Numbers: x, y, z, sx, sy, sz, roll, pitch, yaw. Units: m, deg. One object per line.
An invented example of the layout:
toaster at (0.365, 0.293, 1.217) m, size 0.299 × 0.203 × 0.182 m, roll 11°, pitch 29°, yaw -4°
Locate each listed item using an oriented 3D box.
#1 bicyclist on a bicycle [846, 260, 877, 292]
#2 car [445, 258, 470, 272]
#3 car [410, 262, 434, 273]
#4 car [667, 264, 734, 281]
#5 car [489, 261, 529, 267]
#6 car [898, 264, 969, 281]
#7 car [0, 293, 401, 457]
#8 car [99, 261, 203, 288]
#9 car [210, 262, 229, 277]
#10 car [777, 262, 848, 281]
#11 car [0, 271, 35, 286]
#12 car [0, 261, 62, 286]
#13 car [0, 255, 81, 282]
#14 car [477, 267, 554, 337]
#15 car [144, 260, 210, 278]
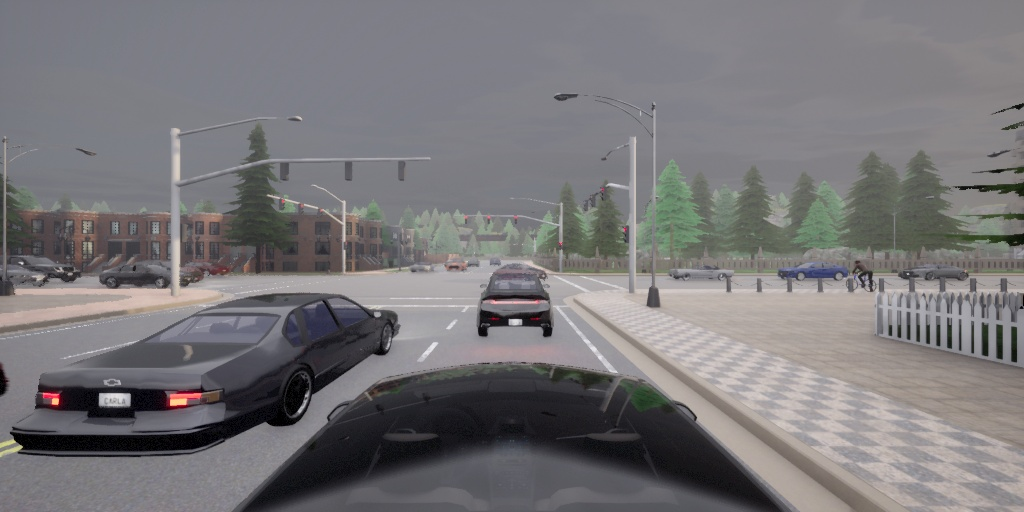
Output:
bicyclist on a bicycle at (18.255, 1.052, 18.777) m, size 0.582 × 1.620 × 1.656 m, roll 0°, pitch 0°, yaw 0°
car at (-7.080, 1.102, 45.878) m, size 2.097 × 1.767 × 4.553 m, roll 0°, pitch 0°, yaw 0°
car at (-10.585, 1.351, 42.427) m, size 1.895 × 1.301 × 4.718 m, roll 0°, pitch 0°, yaw 0°
car at (15.572, 1.351, 29.764) m, size 4.718 × 1.301 × 1.895 m, roll 0°, pitch 0°, yaw 0°
car at (0.608, 1.314, 27.687) m, size 4.181 × 1.385 × 1.994 m, roll 0°, pitch 0°, yaw 30°
car at (34.838, 1.314, 29.724) m, size 4.181 × 1.385 × 1.994 m, roll 0°, pitch 0°, yaw 1°
car at (-3.435, 1.297, 5.629) m, size 2.033 × 1.411 × 5.357 m, roll 0°, pitch 0°, yaw 0°
car at (-23.181, 1.255, 22.918) m, size 4.892 × 1.490 × 1.837 m, roll 0°, pitch 0°, yaw -3°
car at (-29.416, 1.227, 33.540) m, size 5.008 × 1.535 × 1.882 m, roll 0°, pitch 0°, yaw -1°
car at (24.864, 1.228, 29.750) m, size 5.008 × 1.535 × 1.882 m, roll 0°, pitch 0°, yaw 0°
car at (-7.100, 1.102, 2.250) m, size 2.097 × 1.767 × 4.553 m, roll 0°, pitch 0°, yaw 0°
car at (-32.546, 1.242, 22.682) m, size 4.902 × 1.511 × 2.128 m, roll 0°, pitch 0°, yaw -4°
car at (-35.162, 0.971, 26.009) m, size 5.566 × 2.045 × 2.150 m, roll 0°, pitch 0°, yaw -6°
car at (0.084, 1.242, 10.296) m, size 2.128 × 1.511 × 4.902 m, roll 0°, pitch 0°, yaw 0°
car at (-25.583, 1.102, 26.403) m, size 4.553 × 1.767 × 2.097 m, roll 0°, pitch 0°, yaw -2°
